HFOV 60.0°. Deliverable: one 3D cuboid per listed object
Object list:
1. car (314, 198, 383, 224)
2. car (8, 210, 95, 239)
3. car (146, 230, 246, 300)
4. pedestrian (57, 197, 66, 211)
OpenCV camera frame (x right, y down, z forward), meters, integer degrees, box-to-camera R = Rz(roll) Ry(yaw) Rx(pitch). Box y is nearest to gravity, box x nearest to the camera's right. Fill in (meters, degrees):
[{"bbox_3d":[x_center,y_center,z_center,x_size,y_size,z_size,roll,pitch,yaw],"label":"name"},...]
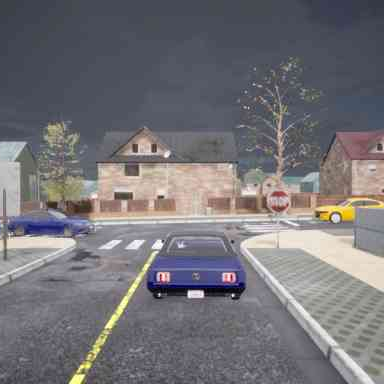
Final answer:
[{"bbox_3d":[10.566,1.161,21.677,5.008,1.535,1.882,-1,1,0],"label":"car"},{"bbox_3d":[-7.645,1.688,18.111,4.674,1.442,1.812,-1,1,11],"label":"car"},{"bbox_3d":[0.144,1.600,8.372,1.895,1.301,4.718,0,0,2],"label":"car"},{"bbox_3d":[-9.641,1.258,24.560,0.375,1.860,0.375,0,2,0],"label":"pedestrian"}]
